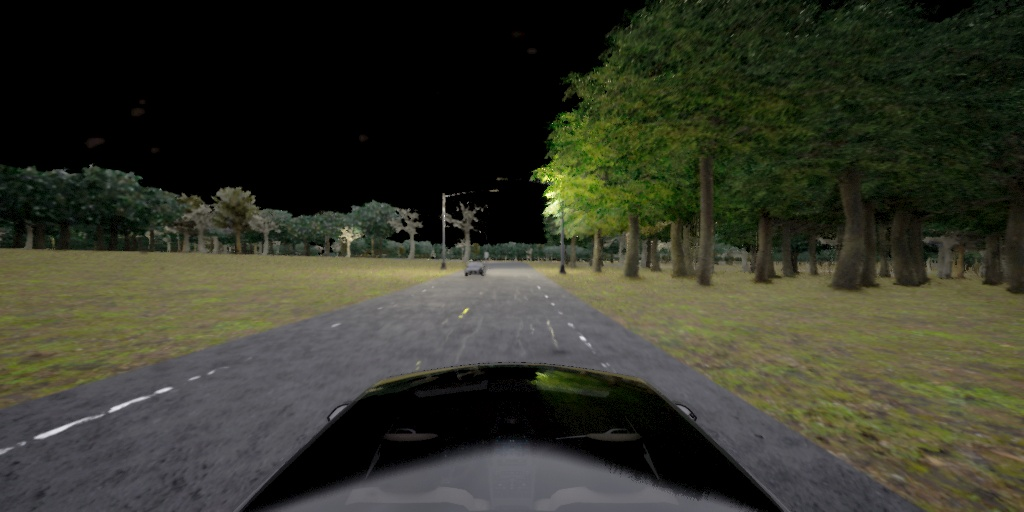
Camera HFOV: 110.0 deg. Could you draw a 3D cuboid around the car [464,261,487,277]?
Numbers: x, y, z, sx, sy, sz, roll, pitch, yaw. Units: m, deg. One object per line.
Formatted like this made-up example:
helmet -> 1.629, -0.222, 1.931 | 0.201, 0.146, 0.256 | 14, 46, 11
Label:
car -> -3.570, 1.268, 35.493 | 1.837, 1.490, 4.892 | 0, 1, 0
